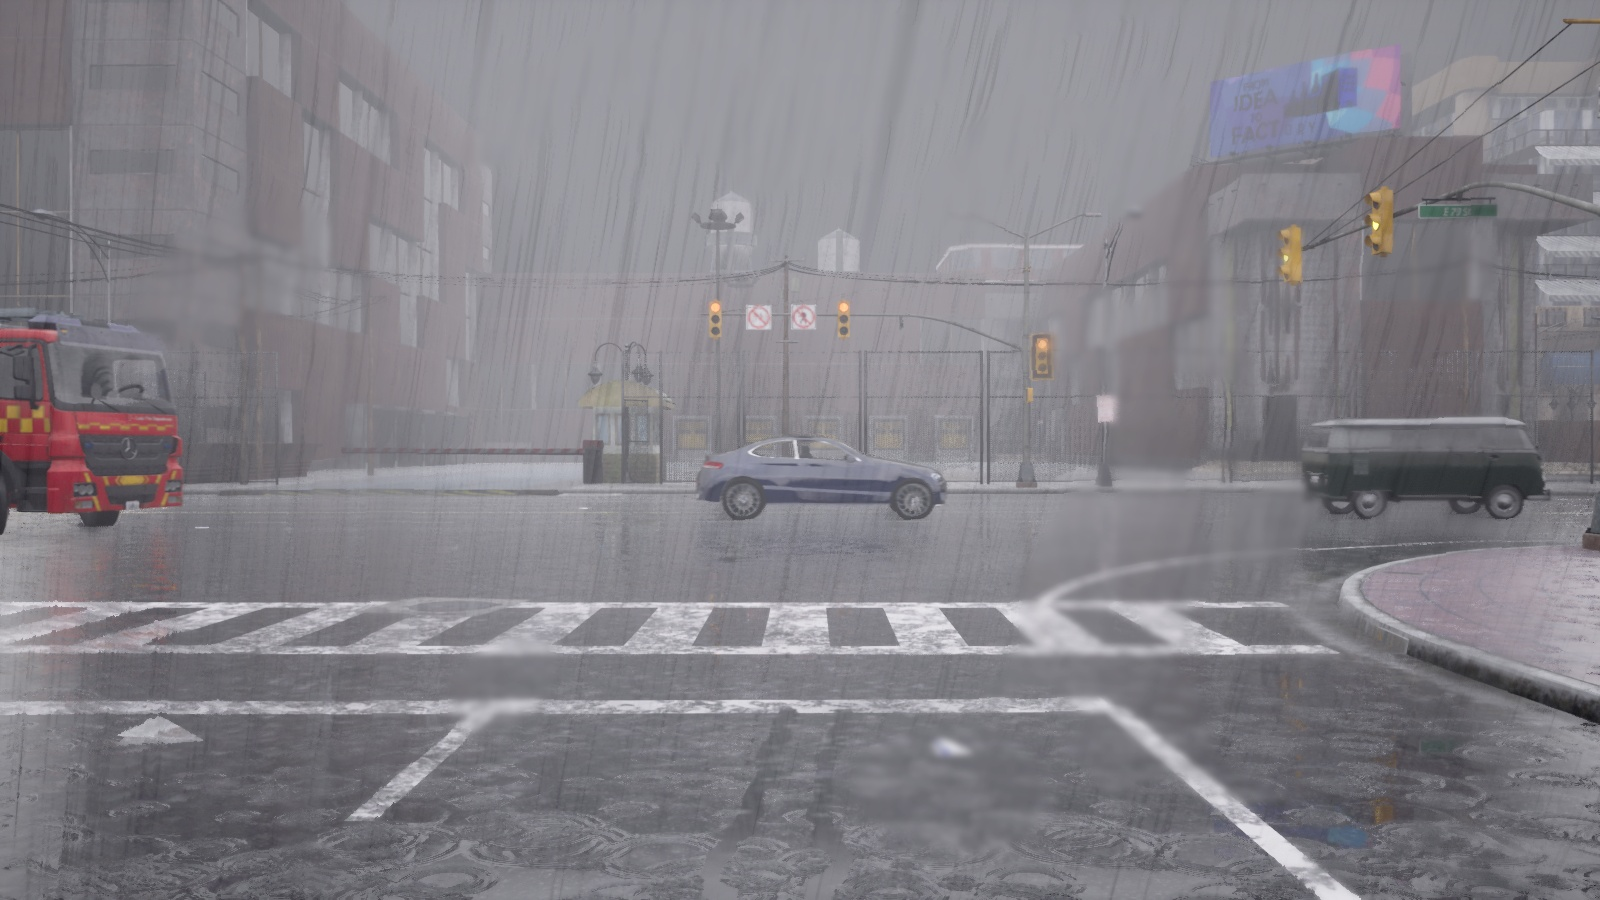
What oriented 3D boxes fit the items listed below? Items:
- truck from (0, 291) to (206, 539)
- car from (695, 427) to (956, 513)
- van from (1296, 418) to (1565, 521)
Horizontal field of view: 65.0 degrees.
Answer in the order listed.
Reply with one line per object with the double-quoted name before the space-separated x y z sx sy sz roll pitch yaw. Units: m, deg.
"truck" -14.967 -0.553 21.710 8.468 3.827 2.891 0 0 12
"car" 0.499 0.383 25.237 5.027 1.651 2.152 0 0 0
"van" 12.466 0.368 25.037 4.442 1.987 1.775 0 0 3
